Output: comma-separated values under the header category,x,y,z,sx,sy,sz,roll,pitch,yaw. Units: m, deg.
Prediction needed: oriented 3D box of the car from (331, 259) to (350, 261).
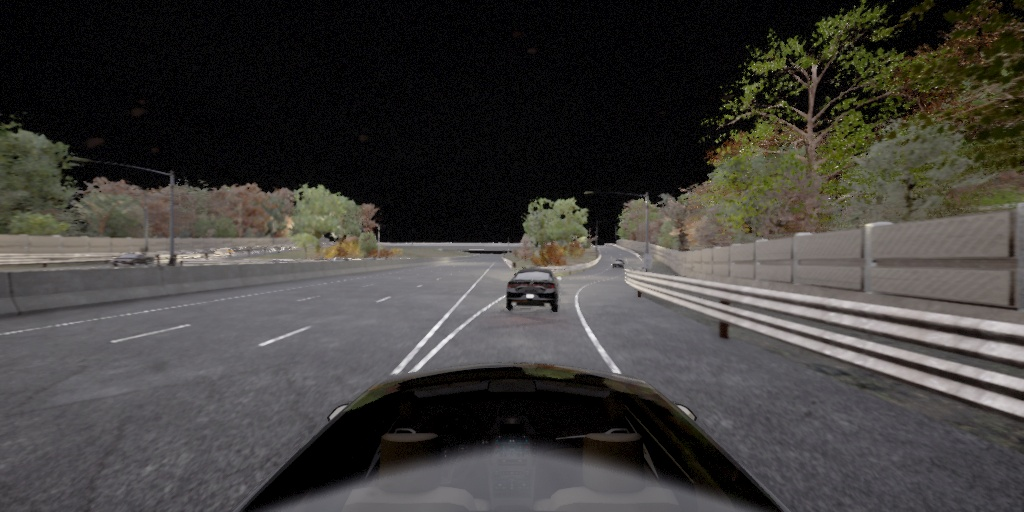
category,x,y,z,sx,sy,sz,roll,pitch,yaw
car,-22.614,1.141,47.235,1.837,1.490,4.892,0,0,-1

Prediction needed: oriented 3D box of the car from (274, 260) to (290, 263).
category,x,y,z,sx,sy,sz,roll,pitch,yaw
car,-29.556,1.197,45.163,1.895,1.301,4.718,0,0,-1

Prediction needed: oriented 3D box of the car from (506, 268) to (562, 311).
category,x,y,z,sx,sy,sz,roll,pitch,yaw
car,0.989,1.265,14.756,1.882,1.535,5.008,0,-1,8

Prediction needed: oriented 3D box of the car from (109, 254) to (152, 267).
category,x,y,z,sx,sy,sz,roll,pitch,yaw
car,-43.931,0.449,41.511,2.033,1.411,5.357,0,1,-25
